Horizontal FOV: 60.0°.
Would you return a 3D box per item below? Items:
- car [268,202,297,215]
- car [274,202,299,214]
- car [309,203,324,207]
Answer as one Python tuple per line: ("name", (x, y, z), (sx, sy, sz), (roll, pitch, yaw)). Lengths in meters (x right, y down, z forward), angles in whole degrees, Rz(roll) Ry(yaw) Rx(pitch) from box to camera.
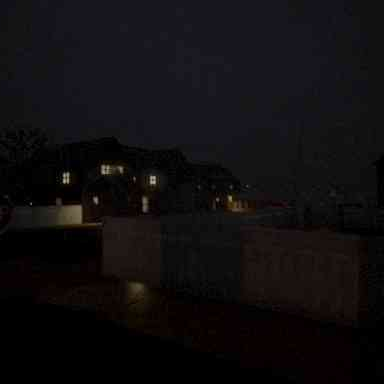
("car", (10.175, 1.880, 37.430), (2.097, 1.767, 4.553), (-1, -1, 35))
("car", (13.299, 2.179, 46.684), (1.837, 1.490, 4.892), (-1, -1, 35))
("car", (18.684, 2.316, 49.568), (1.895, 1.301, 4.718), (-1, -1, 35))
